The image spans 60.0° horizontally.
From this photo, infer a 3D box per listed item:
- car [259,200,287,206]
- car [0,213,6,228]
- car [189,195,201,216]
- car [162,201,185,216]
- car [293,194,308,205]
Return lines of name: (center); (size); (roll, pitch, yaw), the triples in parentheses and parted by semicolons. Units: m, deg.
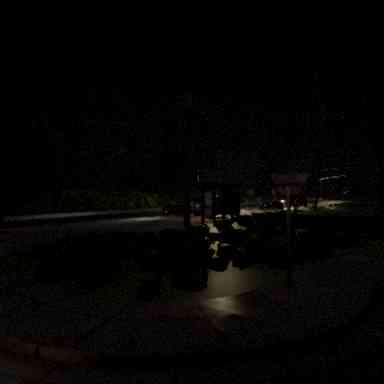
car: (10.559, 1.680, 44.187); (1.994, 1.385, 4.181); (0, 0, 36)
car: (-12.825, 1.633, 18.003); (2.128, 1.511, 4.902); (0, 0, 36)
car: (2.087, 1.338, 32.370); (2.150, 2.045, 5.566); (0, 0, 37)
car: (-1.072, 1.649, 34.126); (2.128, 1.511, 4.902); (0, 0, 36)
car: (16.410, 1.338, 52.378); (2.150, 2.045, 5.566); (0, 0, 36)
